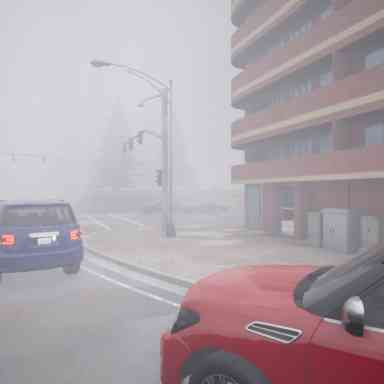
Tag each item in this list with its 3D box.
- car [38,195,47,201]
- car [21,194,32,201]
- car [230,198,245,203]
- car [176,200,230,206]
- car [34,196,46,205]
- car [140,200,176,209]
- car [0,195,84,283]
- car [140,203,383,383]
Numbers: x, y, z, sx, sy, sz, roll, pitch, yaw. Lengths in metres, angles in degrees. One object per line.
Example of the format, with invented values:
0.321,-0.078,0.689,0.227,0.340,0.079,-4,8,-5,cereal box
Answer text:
-37.135,1.478,82.625,1.882,1.535,5.008,0,0,-23,car
-40.312,1.355,81.153,2.097,1.767,4.553,0,0,-23,car
5.222,1.533,39.747,5.008,1.535,1.882,0,0,-22,car
1.142,1.656,34.270,4.718,1.301,1.895,0,0,-22,car
-28.603,1.547,62.683,2.033,1.411,5.357,0,0,-23,car
-3.311,1.581,36.195,4.674,1.442,1.812,0,0,-22,car
-4.965,1.221,9.841,2.150,2.045,5.566,0,0,-36,car
2.322,1.221,2.472,5.566,2.045,2.150,0,0,36,car
